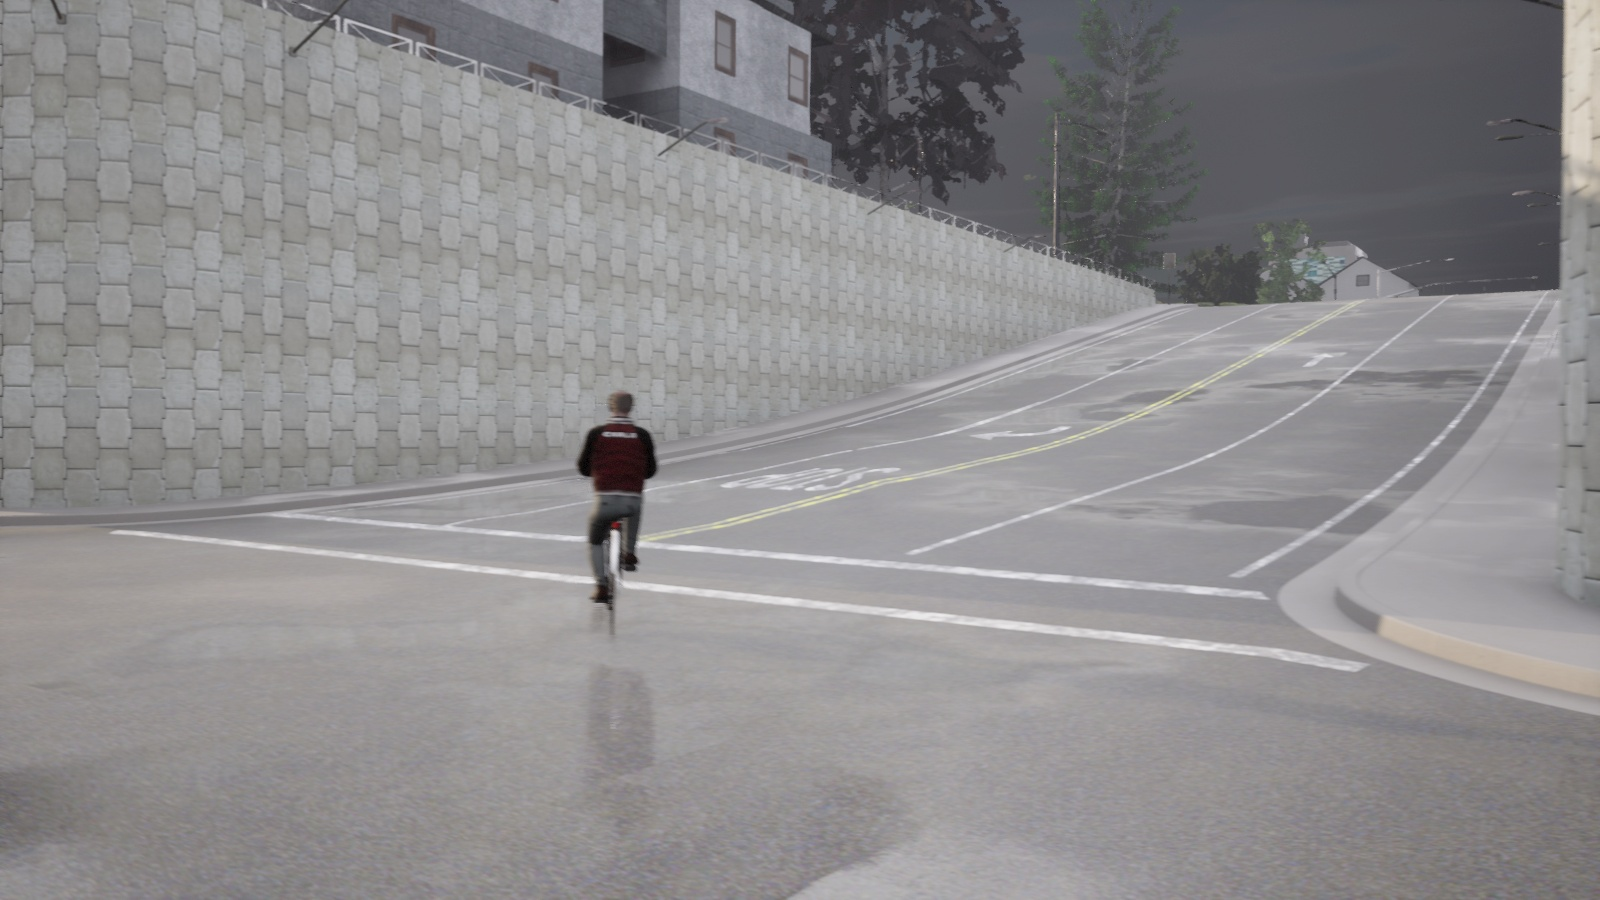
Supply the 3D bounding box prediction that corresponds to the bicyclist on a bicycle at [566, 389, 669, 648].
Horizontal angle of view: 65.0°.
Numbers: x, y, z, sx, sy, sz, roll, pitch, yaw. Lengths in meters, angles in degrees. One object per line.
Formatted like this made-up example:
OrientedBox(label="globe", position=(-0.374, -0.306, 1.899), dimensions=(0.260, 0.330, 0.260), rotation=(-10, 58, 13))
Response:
OrientedBox(label="bicyclist on a bicycle", position=(-1.379, 0.460, 9.554), dimensions=(0.659, 1.776, 1.843), rotation=(1, 1, -8))
